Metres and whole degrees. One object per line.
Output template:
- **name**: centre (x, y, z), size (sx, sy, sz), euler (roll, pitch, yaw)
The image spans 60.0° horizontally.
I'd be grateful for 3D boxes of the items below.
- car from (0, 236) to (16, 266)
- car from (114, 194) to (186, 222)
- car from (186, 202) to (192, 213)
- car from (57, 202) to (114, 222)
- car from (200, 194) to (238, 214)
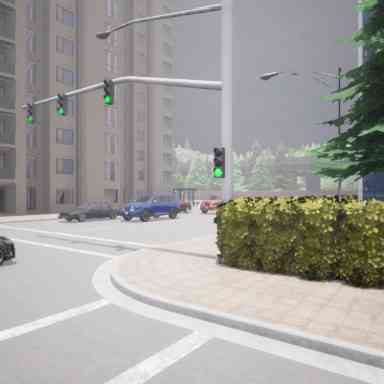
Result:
- **car**: centre (-7.272, 1.564, 9.236), size (1.994, 1.385, 4.181), euler (0, 0, 36)
- **car**: centre (-3.237, 1.221, 26.930), size (2.150, 2.045, 5.566), euler (0, 0, 36)
- **car**: centre (-2.053, 1.478, 34.453), size (1.882, 1.535, 5.008), euler (0, 0, 36)
- **car**: centre (-7.859, 1.547, 26.545), size (2.033, 1.411, 5.357), euler (0, 0, 36)
- **car**: centre (3.109, 1.221, 35.563), size (2.150, 2.045, 5.566), euler (0, 0, 36)
